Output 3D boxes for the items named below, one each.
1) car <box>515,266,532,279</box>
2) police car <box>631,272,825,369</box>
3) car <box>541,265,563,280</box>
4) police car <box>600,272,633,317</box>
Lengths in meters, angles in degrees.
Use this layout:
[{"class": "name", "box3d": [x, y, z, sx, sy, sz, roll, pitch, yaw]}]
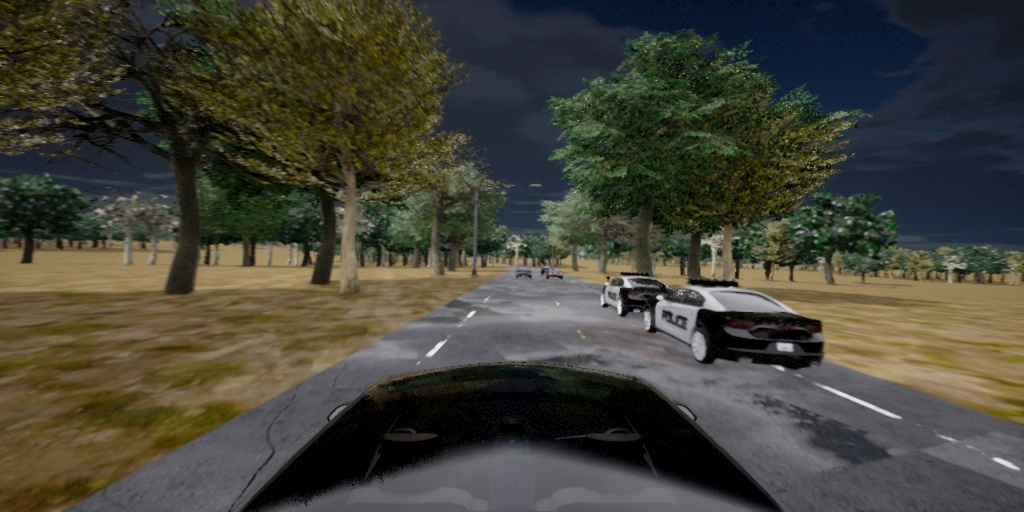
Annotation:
[{"class": "car", "box3d": [1.360, 1.891, 41.376, 2.033, 1.411, 5.357, 2, -1, 2]}, {"class": "police car", "box3d": [4.704, 1.371, 8.627, 1.930, 1.638, 5.238, 3, -1, 2]}, {"class": "car", "box3d": [4.982, 2.020, 42.761, 2.033, 1.411, 5.357, 2, -1, 2]}, {"class": "police car", "box3d": [4.926, 1.476, 14.633, 1.930, 1.638, 5.238, 2, -1, 2]}]
